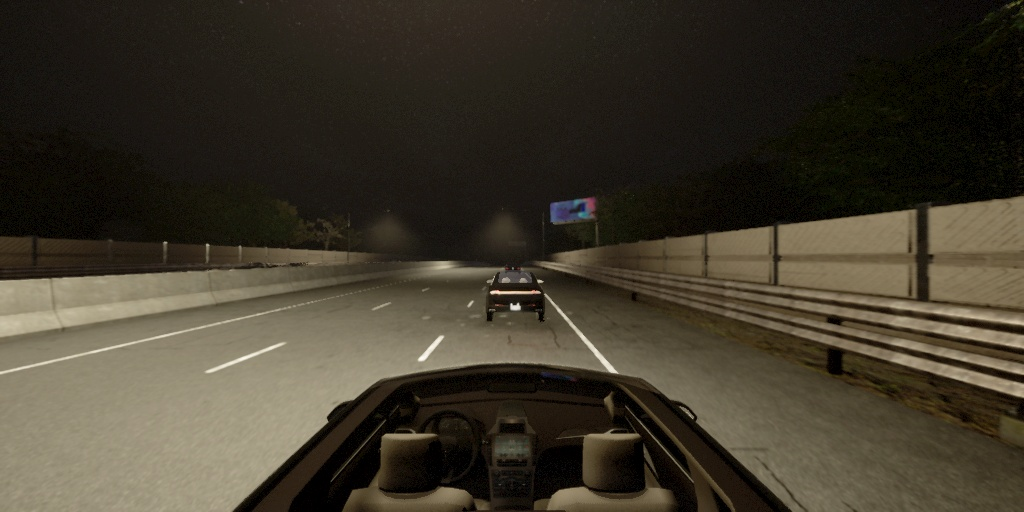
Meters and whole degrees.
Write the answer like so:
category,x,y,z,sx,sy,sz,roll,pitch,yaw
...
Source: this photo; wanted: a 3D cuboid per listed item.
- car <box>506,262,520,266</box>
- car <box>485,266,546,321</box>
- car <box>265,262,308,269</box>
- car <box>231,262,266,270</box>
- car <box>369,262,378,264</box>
category,x,y,z,sx,sy,sz,roll,pitch,yaw
car,0.100,1.440,41.688,2.033,1.411,5.357,0,0,0
car,0.100,1.260,12.583,2.128,1.511,4.902,0,0,0
car,-21.092,1.407,34.538,1.994,1.385,4.181,0,0,0
car,-24.594,1.333,34.359,2.128,1.511,4.902,0,0,0
car,-17.582,1.486,45.181,1.994,1.385,4.181,0,-1,0
